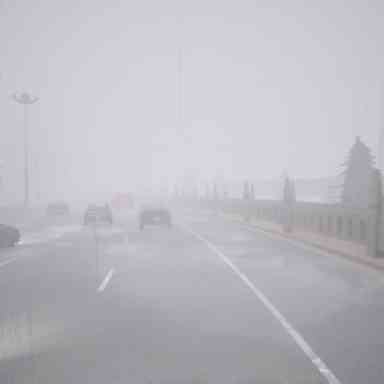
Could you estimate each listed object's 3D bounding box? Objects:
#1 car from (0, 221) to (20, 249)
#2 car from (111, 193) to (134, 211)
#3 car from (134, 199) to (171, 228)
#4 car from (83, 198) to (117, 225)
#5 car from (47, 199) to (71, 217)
[{"bbox_3d":[-7.931,1.559,12.020,1.994,1.385,4.181,0,0,-7],"label":"car"},{"bbox_3d":[-8.425,1.120,40.214,2.150,2.045,5.566,0,0,-22],"label":"car"},{"bbox_3d":[-2.572,1.411,21.752,1.882,1.535,5.008,0,0,-12],"label":"car"},{"bbox_3d":[-6.551,1.442,23.512,2.128,1.511,4.902,0,0,-13],"label":"car"},{"bbox_3d":[-12.551,1.440,31.431,1.882,1.535,5.008,0,0,-19],"label":"car"}]
